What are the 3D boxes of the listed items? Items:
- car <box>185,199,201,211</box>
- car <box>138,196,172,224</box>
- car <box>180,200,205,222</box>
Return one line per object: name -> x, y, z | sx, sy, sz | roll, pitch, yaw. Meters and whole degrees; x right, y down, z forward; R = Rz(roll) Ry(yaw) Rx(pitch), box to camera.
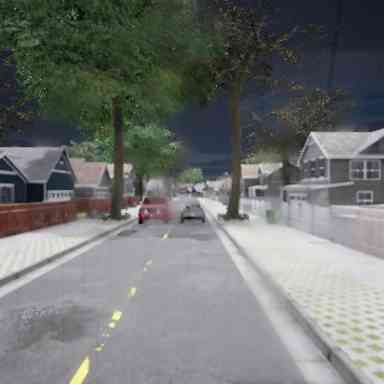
car -> 0.093, 1.713, 44.047 | 1.994, 1.385, 4.181 | 0, 0, 0
car -> -2.754, 1.314, 25.764 | 2.150, 2.045, 5.566 | 0, -1, 0
car -> 0.083, 1.661, 27.320 | 1.994, 1.385, 4.181 | 0, 0, 0
